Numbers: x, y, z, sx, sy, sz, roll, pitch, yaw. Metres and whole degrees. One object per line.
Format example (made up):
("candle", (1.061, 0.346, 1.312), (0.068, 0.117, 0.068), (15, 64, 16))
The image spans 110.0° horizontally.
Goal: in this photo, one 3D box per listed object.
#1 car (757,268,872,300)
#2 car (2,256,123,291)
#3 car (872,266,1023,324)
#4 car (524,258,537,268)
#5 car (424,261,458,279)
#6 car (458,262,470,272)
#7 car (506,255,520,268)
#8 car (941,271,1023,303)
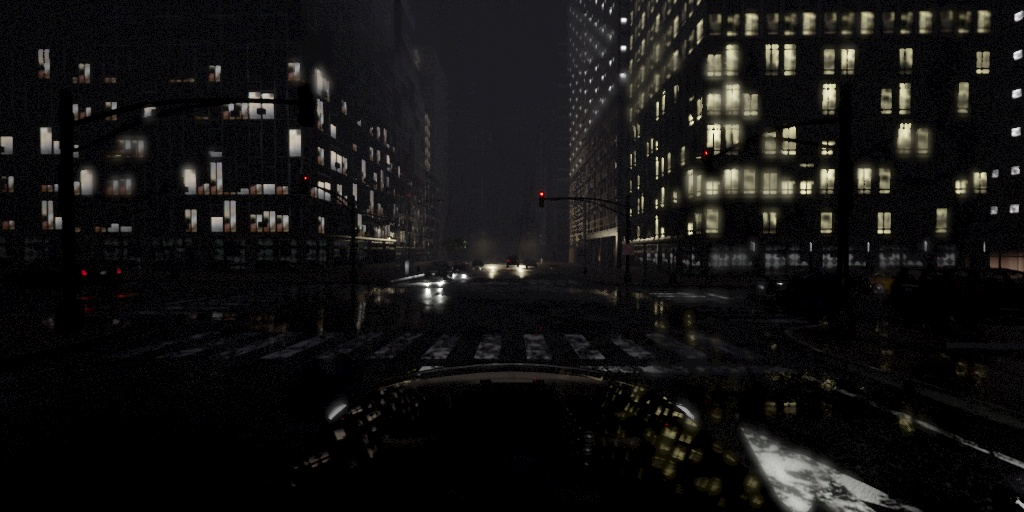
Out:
("car", (15.280, 1.371, 18.278), (4.902, 1.511, 2.128), (1, 1, 2))
("car", (-23.658, 0.882, 18.961), (4.553, 1.767, 2.097), (0, 1, 2))
("car", (16.216, 1.290, 12.447), (5.009, 1.841, 2.192), (0, 0, 1))
("car", (3.398, 1.278, 63.262), (1.812, 1.442, 4.674), (0, 0, 0))
("car", (-6.531, 1.249, 32.354), (2.128, 1.511, 4.902), (0, 0, 0))
("car", (-6.498, 1.357, 44.946), (1.895, 1.301, 4.718), (0, 0, 0))
("car", (0.147, 0.973, 62.883), (2.150, 2.045, 5.566), (0, 0, 0))
("car", (25.550, 1.517, 18.047), (5.357, 1.411, 2.033), (0, 1, 1))
